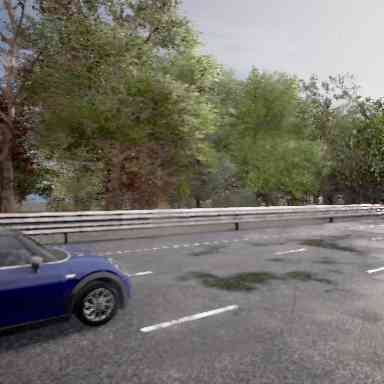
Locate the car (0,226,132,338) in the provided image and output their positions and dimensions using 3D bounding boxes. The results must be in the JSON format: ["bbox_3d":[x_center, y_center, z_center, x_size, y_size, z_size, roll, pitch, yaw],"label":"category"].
[{"bbox_3d":[-3.274,1.343,5.429,4.553,1.767,2.097,0,0,-40],"label":"car"}]
